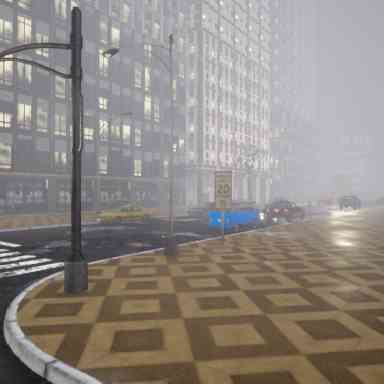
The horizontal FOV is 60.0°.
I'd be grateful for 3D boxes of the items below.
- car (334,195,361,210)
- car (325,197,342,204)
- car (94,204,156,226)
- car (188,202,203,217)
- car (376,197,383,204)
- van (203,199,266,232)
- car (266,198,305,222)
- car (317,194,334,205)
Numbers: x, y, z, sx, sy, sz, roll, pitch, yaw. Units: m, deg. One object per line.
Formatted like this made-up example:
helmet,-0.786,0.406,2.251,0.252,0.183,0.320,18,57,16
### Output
car,21.179,1.368,44.493,2.192,1.841,5.009,0,0,38
car,28.483,1.624,66.944,2.008,1.369,4.403,0,0,38
car,-4.724,1.540,23.911,1.752,1.417,4.829,0,0,38
car,1.375,1.604,31.641,1.802,1.307,4.206,0,0,38
car,38.121,1.658,66.556,1.947,1.339,4.313,0,0,38
van,2.670,1.368,20.206,1.690,1.788,3.998,0,0,38
car,7.625,1.472,26.841,1.967,1.590,4.097,0,0,38
car,25.095,1.381,62.532,2.192,1.841,5.009,0,0,38
